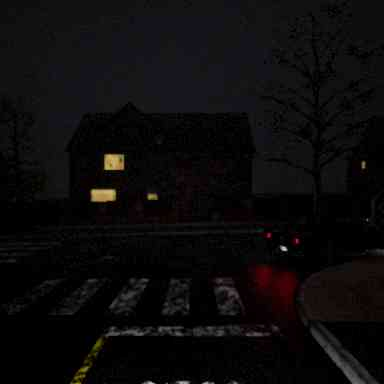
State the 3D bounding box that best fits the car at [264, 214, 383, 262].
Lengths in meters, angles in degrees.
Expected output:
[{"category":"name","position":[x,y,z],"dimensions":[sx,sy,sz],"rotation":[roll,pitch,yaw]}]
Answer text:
[{"category":"car","position":[4.897,1.410,11.391],"dimensions":[4.718,1.301,1.895],"rotation":[-2,1,-26]}]
